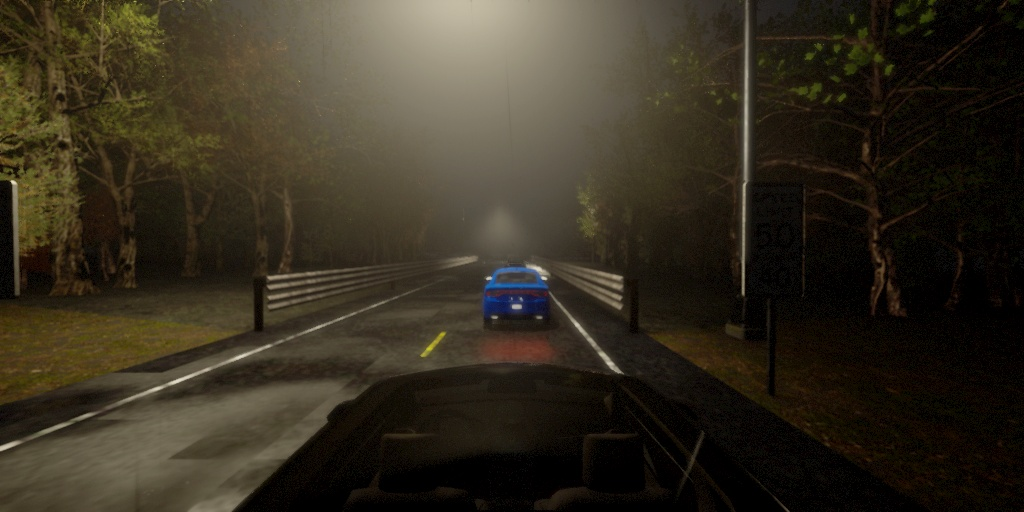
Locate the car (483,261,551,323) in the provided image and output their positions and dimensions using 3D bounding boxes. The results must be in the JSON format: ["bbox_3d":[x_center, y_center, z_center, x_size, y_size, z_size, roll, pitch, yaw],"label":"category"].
[{"bbox_3d":[0.151,1.120,11.719,1.882,1.535,5.008,0,1,1],"label":"car"}]

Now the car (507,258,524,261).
[{"bbox_3d":[0.307,0.918,31.937,2.128,1.511,4.902,0,1,0],"label":"car"}]
